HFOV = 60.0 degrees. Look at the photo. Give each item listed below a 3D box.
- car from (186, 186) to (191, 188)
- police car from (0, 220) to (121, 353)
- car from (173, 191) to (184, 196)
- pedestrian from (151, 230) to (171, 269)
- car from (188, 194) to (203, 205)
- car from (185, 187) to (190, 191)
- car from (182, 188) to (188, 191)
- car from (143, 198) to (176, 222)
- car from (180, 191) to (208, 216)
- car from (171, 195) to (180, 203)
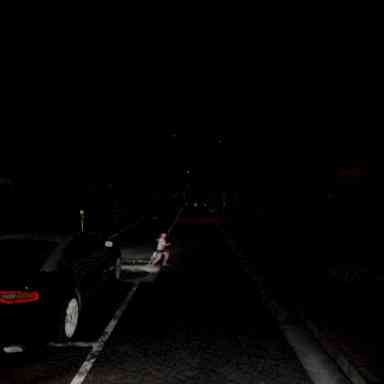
[{"bbox_3d":[-1.879,-0.051,85.073,1.887,1.381,4.507,1,2,0],"label":"car"},{"bbox_3d":[-2.693,1.370,6.459,1.930,1.638,5.238,0,0,1],"label":"police car"},{"bbox_3d":[-2.228,0.977,46.337,1.802,1.307,4.206,0,1,1],"label":"car"},{"bbox_3d":[-0.899,1.593,9.449,0.500,1.100,0.500,1,1,0],"label":"pedestrian"},{"bbox_3d":[0.482,1.000,46.128,1.895,1.301,4.718,0,1,1],"label":"car"},{"bbox_3d":[-1.980,0.284,74.007,2.008,1.369,4.403,1,2,0],"label":"car"},{"bbox_3d":[-2.129,0.589,57.396,1.967,1.590,4.097,0,1,0],"label":"car"},{"bbox_3d":[-2.430,1.348,24.180,1.947,1.339,4.313,0,1,1],"label":"car"},{"bbox_3d":[0.330,1.068,29.214,2.097,1.767,4.553,0,1,1],"label":"car"},{"bbox_3d":[-2.379,1.275,29.720,1.947,1.339,4.313,0,1,1],"label":"car"}]
